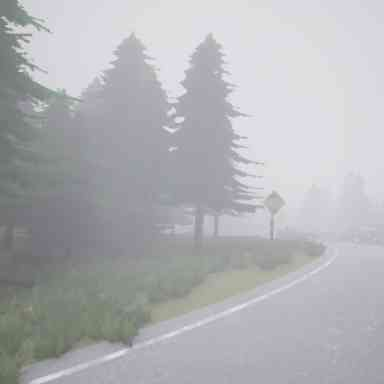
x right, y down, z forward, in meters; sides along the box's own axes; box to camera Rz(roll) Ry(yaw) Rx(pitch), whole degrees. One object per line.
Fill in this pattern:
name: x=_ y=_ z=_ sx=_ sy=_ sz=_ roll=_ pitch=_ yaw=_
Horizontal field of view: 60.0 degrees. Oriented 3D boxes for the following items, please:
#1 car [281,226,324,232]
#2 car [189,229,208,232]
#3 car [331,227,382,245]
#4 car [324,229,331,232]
car: x=9.908 y=3.990 z=31.711 sx=2.033 sy=1.411 sz=5.357 roll=4 pitch=-9 yaw=-10
car: x=0.768 y=6.678 z=53.299 sx=1.882 sy=1.535 sz=5.008 roll=7 pitch=-9 yaw=-42
car: x=14.635 y=3.874 z=29.369 sx=1.837 sy=1.490 sz=4.892 roll=4 pitch=-8 yaw=-4
car: x=13.464 y=4.659 z=35.709 sx=1.882 sy=1.535 sz=5.008 roll=5 pitch=-8 yaw=-15
